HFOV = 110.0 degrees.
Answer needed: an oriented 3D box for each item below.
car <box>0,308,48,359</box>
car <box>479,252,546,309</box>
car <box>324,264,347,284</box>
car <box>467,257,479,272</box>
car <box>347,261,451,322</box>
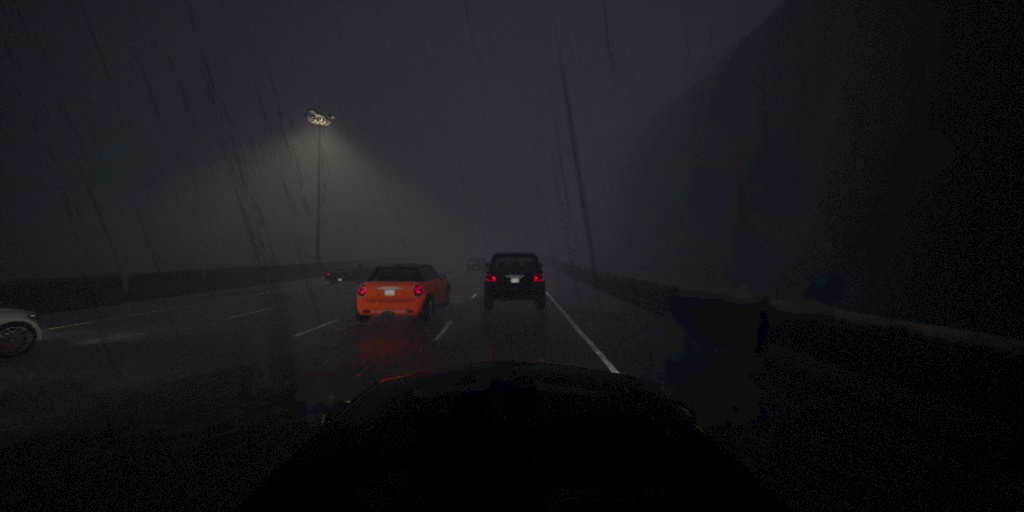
[{"bbox_3d":[-10.399,1.252,5.297,1.812,1.442,4.674,0,0,0],"label":"car"},{"bbox_3d":[0.097,0.858,14.326,2.150,2.045,5.566,0,1,0],"label":"car"},{"bbox_3d":[-10.408,1.117,23.908,1.895,1.301,4.718,0,1,0],"label":"car"},{"bbox_3d":[-3.414,0.800,35.998,2.128,1.511,4.902,0,1,0],"label":"car"},{"bbox_3d":[-3.403,1.013,12.109,2.097,1.767,4.553,0,1,0],"label":"car"}]
